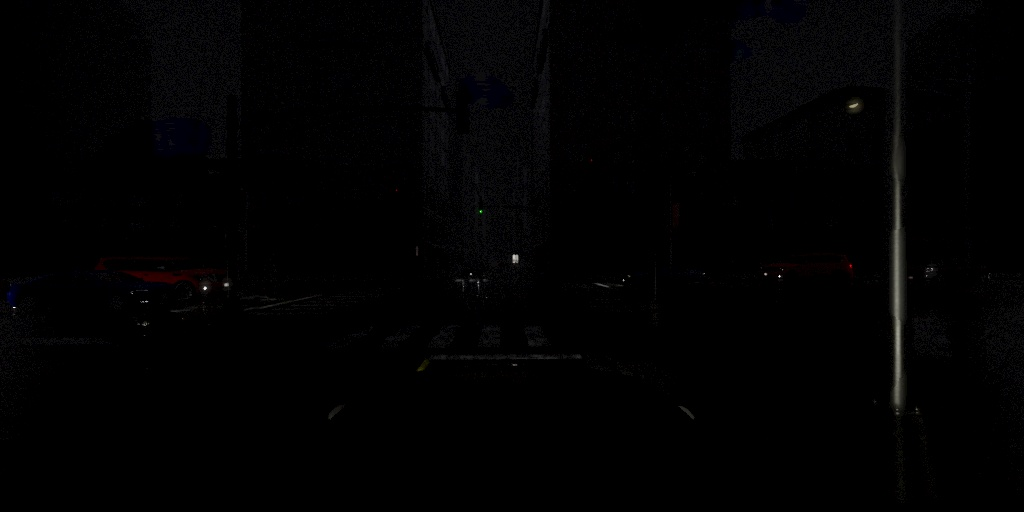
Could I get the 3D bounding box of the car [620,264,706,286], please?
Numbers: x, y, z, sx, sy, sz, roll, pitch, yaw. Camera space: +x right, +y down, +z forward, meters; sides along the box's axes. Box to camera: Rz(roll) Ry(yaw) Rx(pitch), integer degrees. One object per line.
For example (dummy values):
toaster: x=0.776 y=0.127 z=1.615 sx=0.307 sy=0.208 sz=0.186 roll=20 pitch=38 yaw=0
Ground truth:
car: x=10.242 y=1.246 z=24.451 sx=5.357 sy=1.411 sz=2.033 roll=0 pitch=0 yaw=-2

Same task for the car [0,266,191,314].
car: x=-15.780 y=1.282 z=13.714 sx=5.008 sy=1.535 sz=1.882 roll=0 pitch=0 yaw=-2

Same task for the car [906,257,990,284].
car: x=30.093 y=0.983 z=25.038 sx=4.553 sy=1.767 sz=2.097 roll=0 pitch=0 yaw=-2

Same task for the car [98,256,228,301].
car: x=-16.338 y=1.028 z=16.950 sx=5.566 sy=2.045 sz=2.150 roll=0 pitch=0 yaw=-2

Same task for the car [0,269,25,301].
car: x=-26.261 y=1.370 z=16.647 sx=4.674 sy=1.442 sz=1.812 roll=0 pitch=0 yaw=-1

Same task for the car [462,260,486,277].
car: x=-3.894 y=1.371 z=35.706 sx=1.895 sy=1.301 sz=4.718 roll=0 pitch=0 yaw=-1

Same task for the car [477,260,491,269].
car: x=-4.487 y=1.343 z=57.602 sx=2.033 sy=1.411 sz=5.357 roll=0 pitch=0 yaw=-2

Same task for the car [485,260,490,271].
car: x=-4.174 y=1.287 z=45.941 sx=1.837 sy=1.490 sz=4.892 roll=0 pitch=0 yaw=-2

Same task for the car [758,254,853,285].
car: x=20.200 y=0.885 z=24.749 sx=5.566 sy=2.045 sz=2.150 roll=0 pitch=0 yaw=-2
